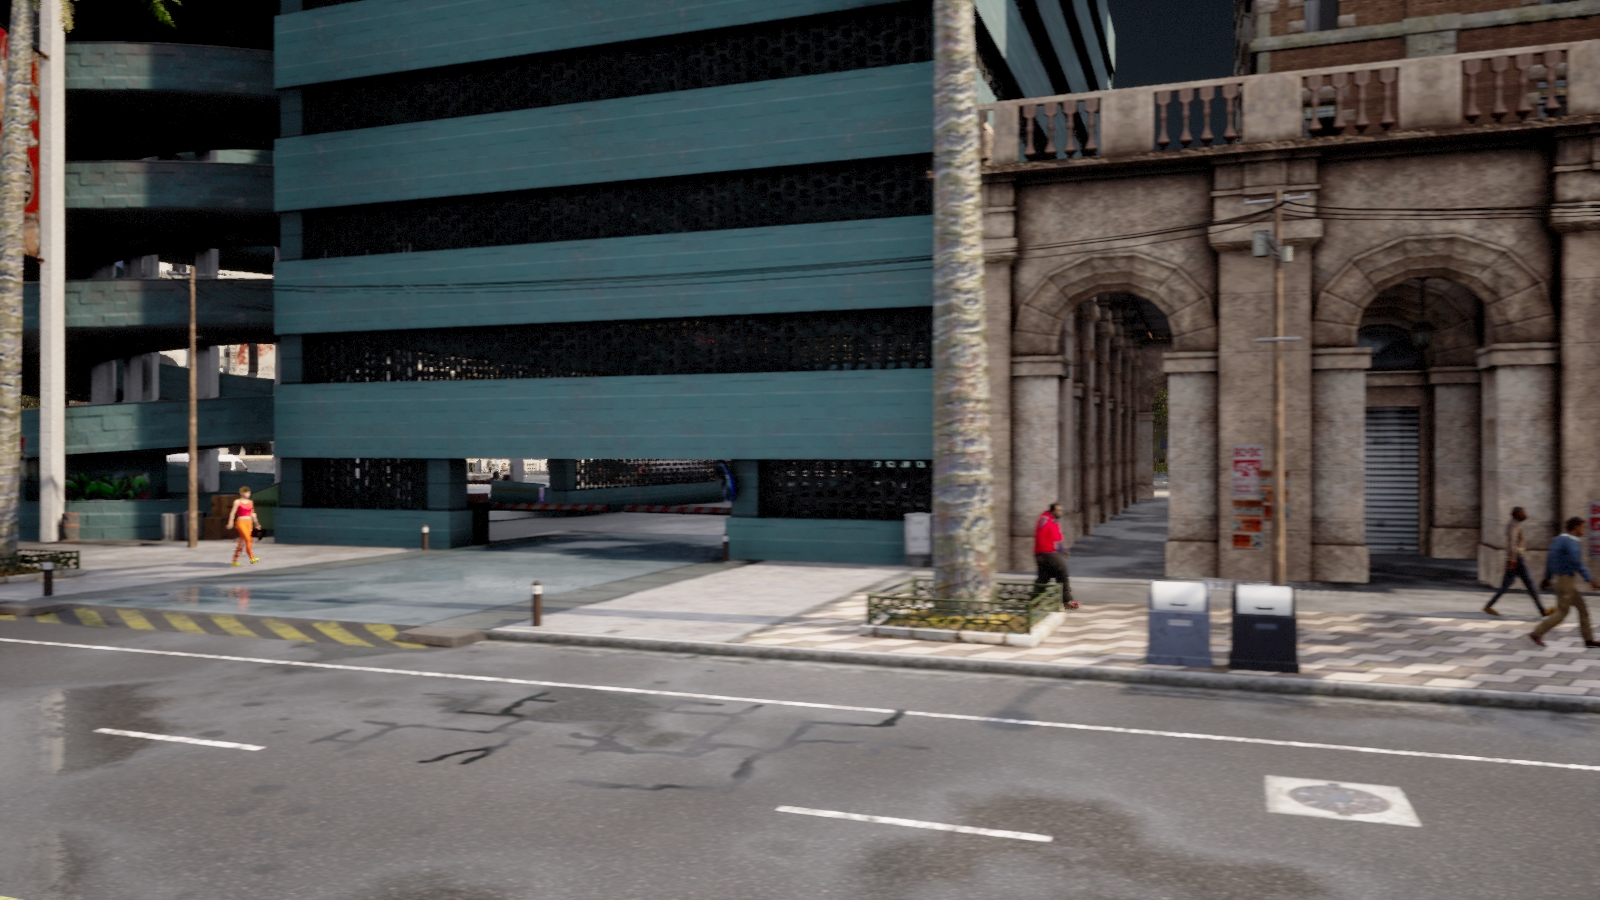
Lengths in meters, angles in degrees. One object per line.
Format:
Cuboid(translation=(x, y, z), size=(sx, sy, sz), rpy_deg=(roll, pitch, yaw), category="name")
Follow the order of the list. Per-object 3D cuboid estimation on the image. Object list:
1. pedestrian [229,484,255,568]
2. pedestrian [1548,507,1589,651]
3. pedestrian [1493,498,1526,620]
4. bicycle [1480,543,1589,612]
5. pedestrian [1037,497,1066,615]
Cuboid(translation=(-12.518, 1.696, 25.619), size=(0.375, 1.860, 0.375), rpy_deg=(0, 0, 26), category="pedestrian")
Cuboid(translation=(10.178, 1.696, 15.137), size=(0.375, 1.860, 0.375), rpy_deg=(0, 0, 20), category="pedestrian")
Cuboid(translation=(11.100, 1.696, 17.881), size=(0.375, 1.860, 0.375), rpy_deg=(0, 0, 20), category="pedestrian")
Cuboid(translation=(13.031, 2.256, 20.325), size=(1.487, 1.080, 0.859), rpy_deg=(0, 0, 20), category="bicycle")
Cuboid(translation=(4.053, 1.698, 18.426), size=(0.375, 1.860, 0.375), rpy_deg=(0, 0, 28), category="pedestrian")
